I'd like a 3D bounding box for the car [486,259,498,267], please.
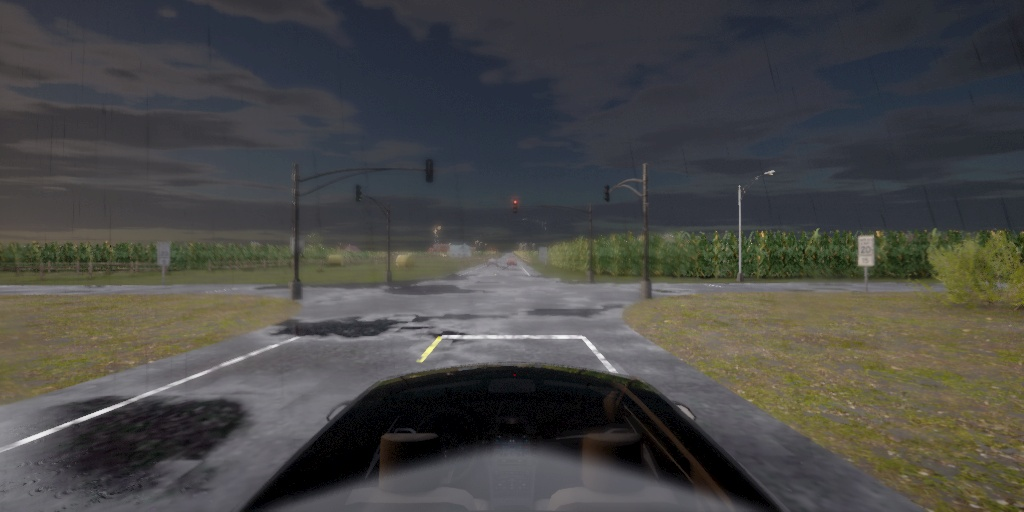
[{"bbox_3d":[-3.557,1.199,64.742,1.812,1.442,4.674,0,0,0],"label":"car"}]
